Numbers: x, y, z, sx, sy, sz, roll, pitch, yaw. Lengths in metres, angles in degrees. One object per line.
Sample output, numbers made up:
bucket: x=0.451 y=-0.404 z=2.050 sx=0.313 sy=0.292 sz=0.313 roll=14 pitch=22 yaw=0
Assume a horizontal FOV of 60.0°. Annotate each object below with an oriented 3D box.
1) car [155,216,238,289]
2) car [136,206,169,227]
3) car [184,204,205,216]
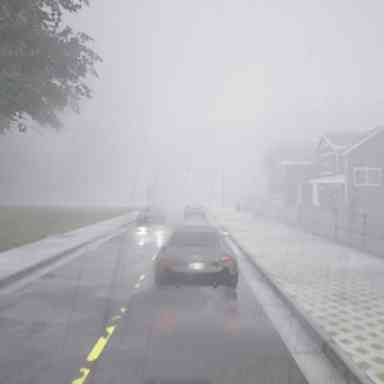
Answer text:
car: x=0.117 y=1.603 z=9.308 sx=1.994 sy=1.385 sz=4.181 roll=0 pitch=0 yaw=0
car: x=-2.750 y=1.668 z=23.738 sx=1.994 sy=1.385 sz=4.181 roll=0 pitch=0 yaw=0
car: x=0.223 y=1.735 z=30.245 sx=1.895 sy=1.301 sz=4.718 roll=0 pitch=0 yaw=0
